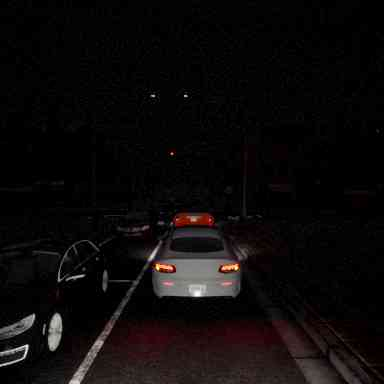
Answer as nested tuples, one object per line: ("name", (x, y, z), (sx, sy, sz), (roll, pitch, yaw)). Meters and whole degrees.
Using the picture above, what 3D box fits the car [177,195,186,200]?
("car", (-2.749, 1.429, 87.809), (2.008, 1.369, 4.403), (-1, 0, 0))

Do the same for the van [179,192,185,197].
("van", (-2.734, 1.359, 65.645), (1.690, 1.788, 3.998), (-1, 0, 0))

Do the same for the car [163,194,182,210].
("car", (-2.712, 1.483, 43.489), (1.967, 1.590, 4.097), (-2, 0, 0))

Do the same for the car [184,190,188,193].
("car", (-2.758, 1.132, 93.358), (2.192, 1.841, 5.009), (-1, 1, 0))

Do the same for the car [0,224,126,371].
("car", (-2.665, 1.548, 5.817), (2.008, 1.369, 4.403), (-2, 0, 0))

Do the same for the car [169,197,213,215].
("car", (0.080, 1.353, 18.072), (2.097, 1.767, 4.553), (0, 0, 0))

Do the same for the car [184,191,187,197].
("car", (-2.740, 1.308, 71.188), (2.192, 1.841, 5.009), (-1, 0, 0))

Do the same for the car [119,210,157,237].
("car", (-2.676, 1.582, 16.711), (1.802, 1.307, 4.206), (-2, 0, 0))

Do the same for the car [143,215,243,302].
("car", (0.091, 1.523, 8.109), (1.812, 1.442, 4.674), (0, 0, 0))
